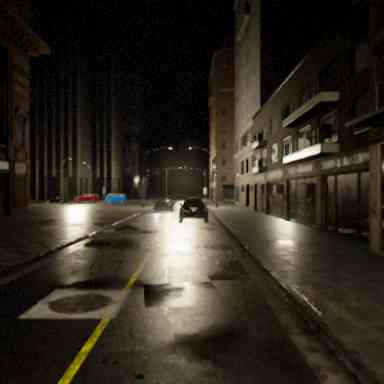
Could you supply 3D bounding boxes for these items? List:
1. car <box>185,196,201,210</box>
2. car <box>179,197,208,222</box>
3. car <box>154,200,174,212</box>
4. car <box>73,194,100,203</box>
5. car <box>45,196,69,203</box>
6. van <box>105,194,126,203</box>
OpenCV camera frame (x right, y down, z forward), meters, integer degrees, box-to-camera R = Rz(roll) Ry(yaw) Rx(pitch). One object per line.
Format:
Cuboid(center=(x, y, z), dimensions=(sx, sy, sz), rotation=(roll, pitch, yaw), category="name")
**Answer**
Cuboid(center=(0.137, 1.371, 41.791), dimensions=(1.882, 1.535, 5.008), rotation=(0, 0, 0), category="car")
Cuboid(center=(0.121, 1.274, 25.476), dimensions=(2.097, 1.767, 4.553), rotation=(0, 0, 0), category="car")
Cuboid(center=(-2.970, 1.511, 36.159), dimensions=(1.994, 1.385, 4.181), rotation=(0, 0, 0), category="car")
Cuboid(center=(-20.314, 1.215, 64.165), dimensions=(5.009, 1.841, 2.192), rotation=(0, 0, -1), category="car")
Cuboid(center=(-25.954, 1.463, 64.084), dimensions=(4.313, 1.339, 1.947), rotation=(0, 0, -1), category="car")
Cuboid(center=(-14.673, 1.242, 64.247), dimensions=(3.998, 1.788, 1.690), rotation=(0, 0, -1), category="van")
